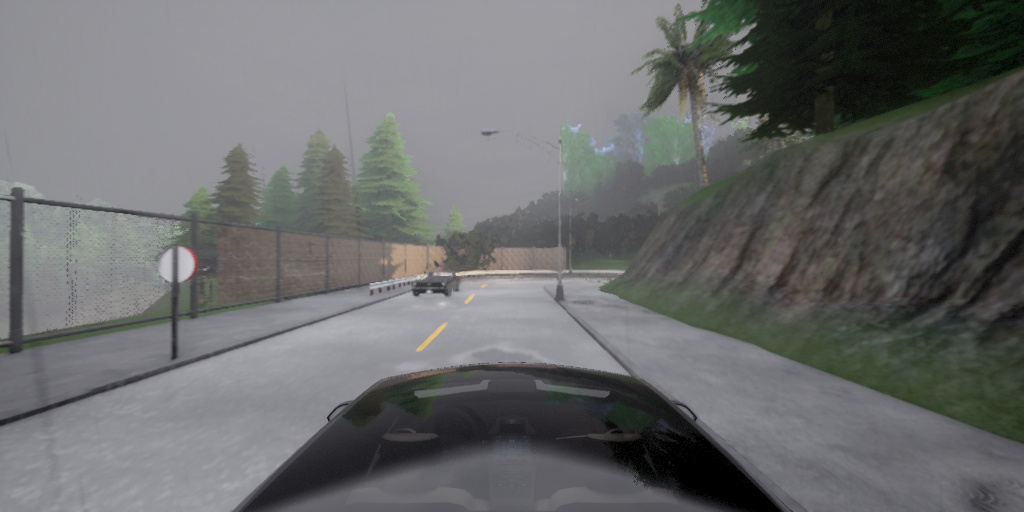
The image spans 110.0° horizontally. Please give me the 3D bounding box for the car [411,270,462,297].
[{"bbox_3d":[-4.049,1.477,19.817,1.895,1.301,4.718,0,0,1],"label":"car"}]
